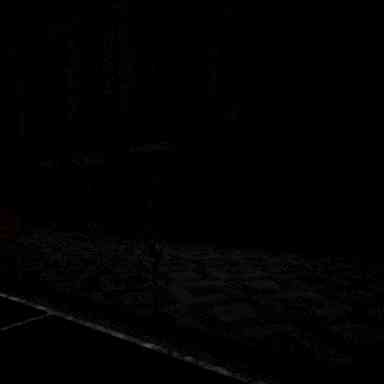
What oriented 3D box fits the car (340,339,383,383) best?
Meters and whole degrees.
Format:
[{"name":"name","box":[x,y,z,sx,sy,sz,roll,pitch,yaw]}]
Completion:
[{"name":"car","box":[2.933,1.292,0.766,5.009,1.841,2.192,-1,-1,36]}]

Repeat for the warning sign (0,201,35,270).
[{"name":"warning sign","box":[-5.524,1.226,9.732,1.060,1.860,1.300,-1,0,36]}]
